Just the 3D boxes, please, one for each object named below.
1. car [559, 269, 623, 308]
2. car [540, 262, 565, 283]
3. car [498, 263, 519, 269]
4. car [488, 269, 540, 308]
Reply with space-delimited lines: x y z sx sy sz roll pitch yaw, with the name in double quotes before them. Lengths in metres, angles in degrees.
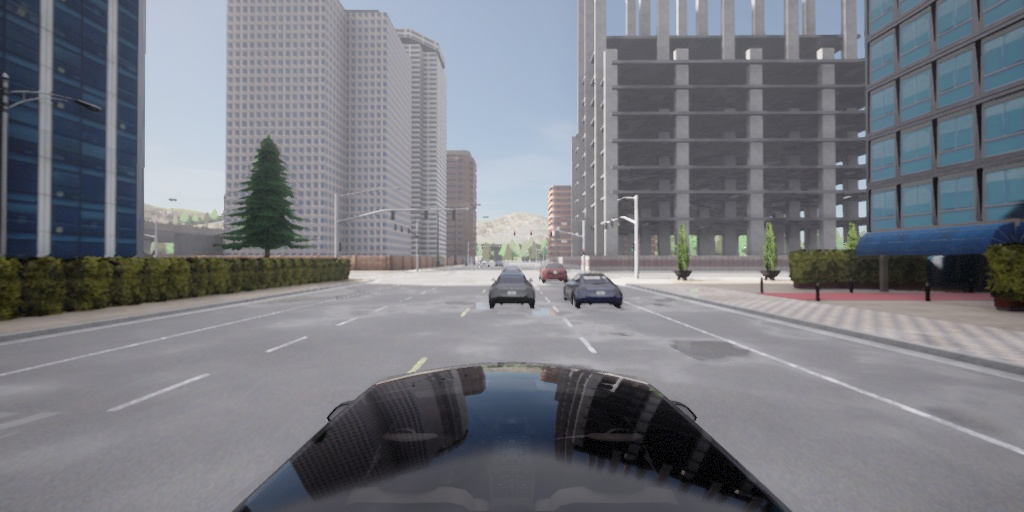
"car" 3.503 1.450 16.141 1.994 1.385 4.181 0 0 0
"car" 3.532 1.374 30.944 2.097 1.767 4.553 0 -1 1
"car" -0.005 1.590 31.147 1.994 1.385 4.181 0 0 0
"car" 0.003 1.450 16.152 1.994 1.385 4.181 0 0 0
